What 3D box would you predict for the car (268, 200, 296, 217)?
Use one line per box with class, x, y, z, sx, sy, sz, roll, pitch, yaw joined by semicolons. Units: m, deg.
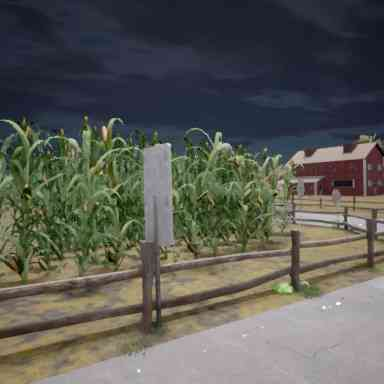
car;6.368;1.349;27.131;1.994;1.385;4.181;-2;2;-35
